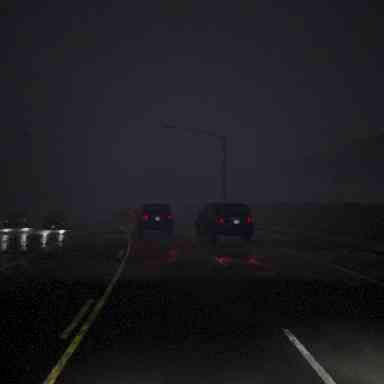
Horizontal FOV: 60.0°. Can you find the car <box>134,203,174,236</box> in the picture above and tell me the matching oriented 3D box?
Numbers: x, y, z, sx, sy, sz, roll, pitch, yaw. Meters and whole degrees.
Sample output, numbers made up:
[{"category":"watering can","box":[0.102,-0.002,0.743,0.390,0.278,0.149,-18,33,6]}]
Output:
[{"category":"car","box":[-2.599,1.790,22.299,2.150,2.045,5.566,0,-2,-12]}]

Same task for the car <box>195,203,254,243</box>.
[{"category":"car","box":[1.678,1.639,18.806,2.150,2.045,5.566,0,-2,-10]}]

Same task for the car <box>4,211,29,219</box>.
[{"category":"car","box":[-33.248,4.415,63.001,5.357,1.411,2.033,-3,-3,37]}]

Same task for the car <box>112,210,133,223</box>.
[{"category":"car","box":[-8.618,2.989,40.895,2.128,1.511,4.902,1,-3,-23]}]

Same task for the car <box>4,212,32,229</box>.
[{"category":"car","box":[-16.427,2.652,31.614,1.812,1.442,4.674,1,-3,-20]}]

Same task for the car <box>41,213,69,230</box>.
[{"category":"car","box":[-11.705,2.481,28.726,2.033,1.411,5.357,0,-3,-17]}]
